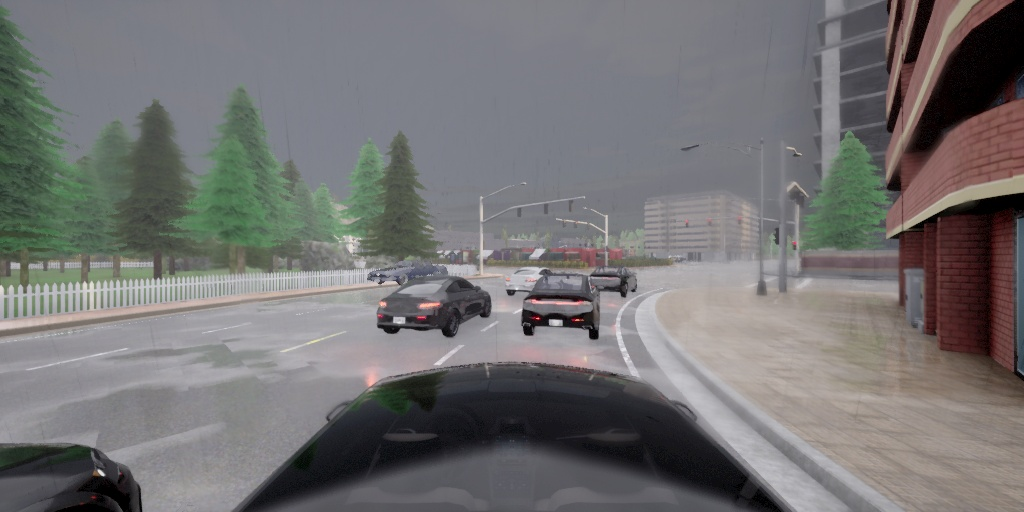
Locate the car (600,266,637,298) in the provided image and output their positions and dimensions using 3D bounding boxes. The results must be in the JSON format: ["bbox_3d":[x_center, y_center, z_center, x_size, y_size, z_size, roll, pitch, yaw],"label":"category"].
[{"bbox_3d":[5.320,1.242,18.788,2.128,1.511,4.902,0,0,28],"label":"car"}]

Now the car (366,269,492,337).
[{"bbox_3d":[-1.999,1.276,10.294,1.812,1.442,4.674,0,0,13],"label":"car"}]

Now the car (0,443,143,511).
[{"bbox_3d":[-3.170,1.314,0.387,1.994,1.385,4.181,0,0,-2],"label":"car"}]

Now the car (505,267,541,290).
[{"bbox_3d":[1.243,1.276,18.796,1.812,1.442,4.674,0,0,26],"label":"car"}]

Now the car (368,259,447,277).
[{"bbox_3d":[-5.867,0.905,21.041,2.033,1.411,5.357,0,0,26],"label":"car"}]

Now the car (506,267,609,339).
[{"bbox_3d":[1.549,1.242,10.167,2.128,1.511,4.902,0,0,14],"label":"car"}]
